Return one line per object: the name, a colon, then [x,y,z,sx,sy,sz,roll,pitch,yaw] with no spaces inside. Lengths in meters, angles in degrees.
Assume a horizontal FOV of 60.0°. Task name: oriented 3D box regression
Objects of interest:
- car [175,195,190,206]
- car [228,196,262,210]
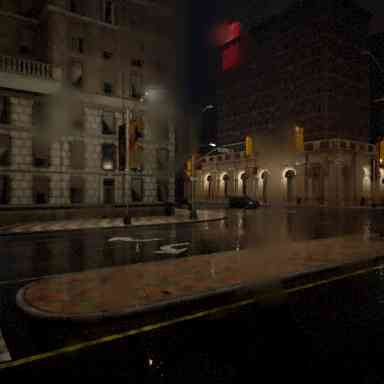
car: [-2.116,1.563,54.890,1.994,1.385,4.181,0,0,-35]
car: [6.712,1.352,42.476,2.097,1.767,4.553,0,0,-36]
